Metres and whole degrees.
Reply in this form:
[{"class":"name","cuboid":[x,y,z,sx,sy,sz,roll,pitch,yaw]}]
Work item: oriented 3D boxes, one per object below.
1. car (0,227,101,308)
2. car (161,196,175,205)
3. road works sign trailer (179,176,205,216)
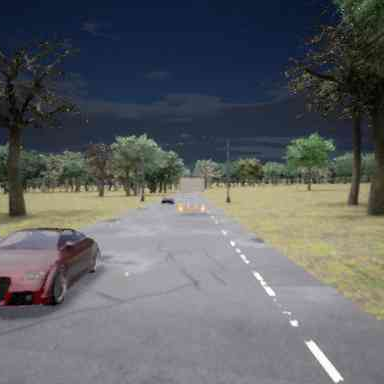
[{"class":"car","cuboid":[-3.601,1.554,7.859,1.994,1.385,4.181,0,0,0]},{"class":"car","cuboid":[-3.572,1.282,49.824,1.895,1.301,4.718,0,1,0]},{"class":"road works sign trailer","cuboid":[0.002,0.331,30.954,2.380,3.560,2.880,0,0,0]}]
